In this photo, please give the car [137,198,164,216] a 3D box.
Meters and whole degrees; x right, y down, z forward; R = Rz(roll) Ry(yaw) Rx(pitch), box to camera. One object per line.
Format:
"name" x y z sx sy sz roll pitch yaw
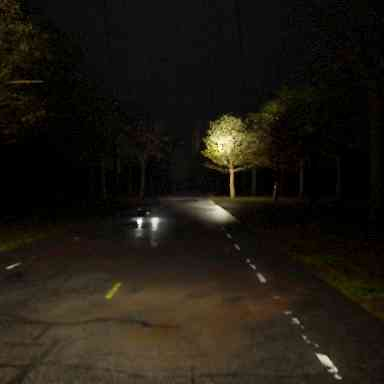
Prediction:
"car" -3.464 1.241 28.746 2.033 1.411 5.357 0 1 0
